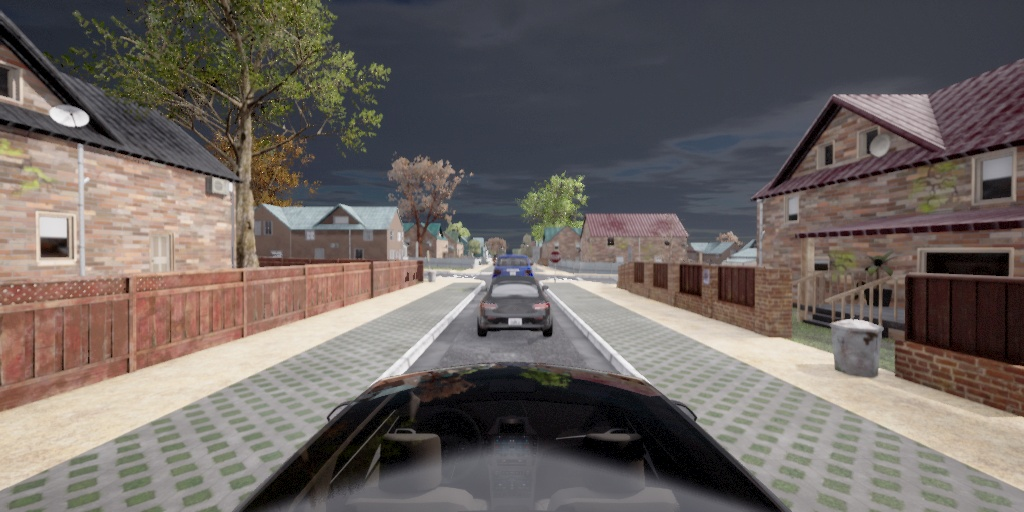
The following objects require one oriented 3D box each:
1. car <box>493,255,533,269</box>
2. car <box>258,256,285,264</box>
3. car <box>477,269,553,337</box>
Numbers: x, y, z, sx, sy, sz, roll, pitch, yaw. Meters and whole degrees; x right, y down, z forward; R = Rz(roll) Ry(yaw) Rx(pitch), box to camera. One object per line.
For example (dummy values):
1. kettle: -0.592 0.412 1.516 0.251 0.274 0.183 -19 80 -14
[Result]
1. car: 0.059 0.958 20.740 2.150 2.045 5.566 0 0 0
2. car: -20.415 0.739 30.949 4.892 1.490 1.837 2 1 0
3. car: 0.079 1.266 10.114 1.812 1.442 4.674 0 0 0
